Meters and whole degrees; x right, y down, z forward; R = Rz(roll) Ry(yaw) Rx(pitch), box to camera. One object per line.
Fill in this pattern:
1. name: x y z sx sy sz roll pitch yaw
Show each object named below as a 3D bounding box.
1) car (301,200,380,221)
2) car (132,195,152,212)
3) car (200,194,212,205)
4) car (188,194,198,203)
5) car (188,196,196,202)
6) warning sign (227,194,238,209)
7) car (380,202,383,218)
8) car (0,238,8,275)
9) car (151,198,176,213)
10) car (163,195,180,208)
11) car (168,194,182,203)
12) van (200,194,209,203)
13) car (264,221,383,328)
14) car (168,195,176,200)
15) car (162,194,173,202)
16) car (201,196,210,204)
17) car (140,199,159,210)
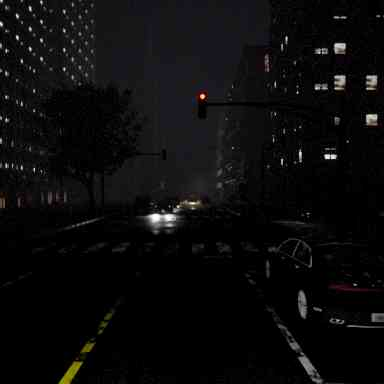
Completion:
1. car: 10.193 1.350 23.503 4.892 1.490 1.837 -1 0 -4
2. car: -5.696 1.336 39.299 2.192 1.841 5.009 0 0 0
3. car: 2.683 1.610 61.391 1.947 1.339 4.313 0 0 0
4. car: 0.091 1.656 68.903 1.895 1.301 4.718 0 0 0
5. car: -0.008 1.667 78.905 1.895 1.301 4.718 0 0 0
6. warning sign: 5.065 1.138 41.425 1.300 1.860 1.060 0 0 0
7. car: 13.423 1.350 26.319 4.403 1.369 2.008 -1 1 -1
8. car: -5.692 1.545 6.911 1.887 1.381 4.507 0 0 0
9. car: -3.093 1.620 37.150 1.895 1.301 4.718 0 0 -1
10. car: -3.103 1.554 47.452 1.812 1.442 4.674 0 0 0
11. car: -3.085 1.565 57.693 1.812 1.442 4.674 0 0 0
12. van: 2.681 1.402 72.438 1.690 1.788 3.998 0 0 0
13. car: 2.688 1.551 6.912 2.008 1.369 4.403 0 0 0
14. car: -5.702 1.653 94.528 2.008 1.369 4.403 0 0 0
15. car: -5.700 1.385 77.959 2.192 1.841 5.009 0 0 0
16. car: 2.682 1.577 67.084 1.752 1.417 4.829 0 0 0
17. car: -5.697 1.592 44.822 1.947 1.339 4.313 0 0 0
